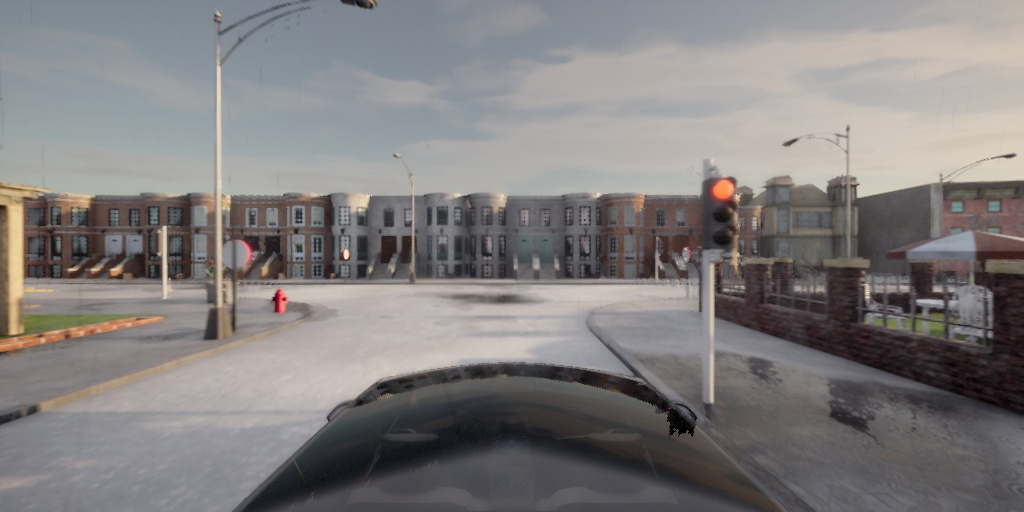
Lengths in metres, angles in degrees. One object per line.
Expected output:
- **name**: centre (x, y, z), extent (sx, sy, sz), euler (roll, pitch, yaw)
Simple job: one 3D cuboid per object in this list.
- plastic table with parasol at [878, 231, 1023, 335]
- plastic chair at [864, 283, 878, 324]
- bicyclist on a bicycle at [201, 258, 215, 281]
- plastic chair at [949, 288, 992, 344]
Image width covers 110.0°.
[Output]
- **plastic table with parasol**: centre (9.684, 0.710, 7.571), extent (2.482, 2.480, 2.482), euler (0, 0, -40)
- **plastic chair**: centre (8.940, 1.310, 8.602), extent (0.750, 1.272, 0.730), euler (0, 0, -40)
- **bicyclist on a bicycle**: centre (-21.792, 0.995, 25.946), extent (0.582, 1.620, 1.656), euler (0, 1, 0)
- **plastic chair**: centre (8.711, 1.318, 6.669), extent (0.730, 1.272, 0.750), euler (0, 0, -35)
